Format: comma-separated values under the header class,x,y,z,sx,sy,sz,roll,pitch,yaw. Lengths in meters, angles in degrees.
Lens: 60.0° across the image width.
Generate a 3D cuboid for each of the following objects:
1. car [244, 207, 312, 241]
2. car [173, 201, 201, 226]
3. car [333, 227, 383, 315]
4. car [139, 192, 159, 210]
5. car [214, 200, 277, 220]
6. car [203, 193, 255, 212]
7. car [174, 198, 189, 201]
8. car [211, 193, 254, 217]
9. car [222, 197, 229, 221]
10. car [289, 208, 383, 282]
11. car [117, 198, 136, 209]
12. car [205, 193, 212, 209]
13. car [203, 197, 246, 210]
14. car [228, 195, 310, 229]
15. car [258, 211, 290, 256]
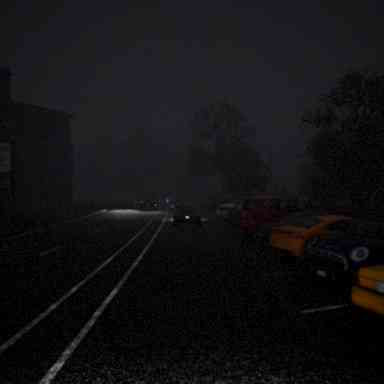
class,x,y,z,sx,sy,sz,roll,pitch,yaw
car,5.161,1.608,14.920,4.892,1.521,2.231,1,0,-21
car,-0.387,1.673,24.769,1.994,1.385,4.181,0,1,-2
car,5.465,1.538,6.076,5.366,1.575,1.946,1,-1,-21
car,-5.458,1.069,42.475,2.150,2.045,5.566,0,1,-3
car,4.851,1.545,29.871,5.366,1.575,1.946,0,0,-23
car,4.283,1.155,38.706,5.566,2.045,2.435,0,1,-23
car,-1.159,1.469,41.462,1.895,1.301,4.718,0,1,-3
car,4.779,1.328,26.799,5.566,2.045,2.435,1,1,-22
car,4.880,1.476,23.831,4.553,1.767,2.185,1,0,-22
car,5.287,1.438,8.986,4.553,1.767,2.185,1,0,-21
car,-8.255,1.464,42.344,1.994,1.385,4.181,0,1,-3
car,4.387,1.204,35.706,5.566,2.045,2.435,0,1,-23
car,4.086,1.358,41.664,4.892,1.521,2.231,0,1,-24
car,5.111,1.364,17.912,5.566,2.045,2.435,1,0,-22
car,5.206,1.588,11.951,5.008,1.535,2.097,1,-1,-21
